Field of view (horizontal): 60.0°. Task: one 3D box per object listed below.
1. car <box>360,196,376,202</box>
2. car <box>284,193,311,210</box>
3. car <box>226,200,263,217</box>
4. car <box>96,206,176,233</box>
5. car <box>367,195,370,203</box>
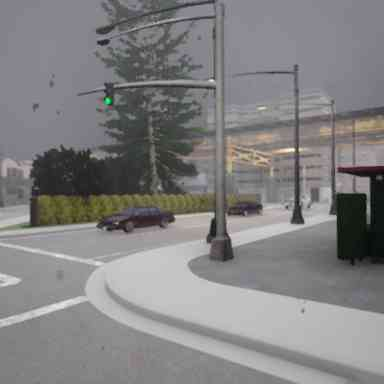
[{"bbox_3d":[34.632,1.326,65.687,1.853,1.218,4.536,-1,0,16],"label":"car"},{"bbox_3d":[14.106,1.193,44.166,2.150,2.045,5.566,-1,0,36],"label":"car"},{"bbox_3d":[5.093,1.533,31.875,1.882,1.535,5.008,-1,0,36],"label":"car"},{"bbox_3d":[-3.224,1.599,20.410,2.033,1.411,5.357,-1,0,36],"label":"car"},{"bbox_3d":[34.620,1.483,65.636,2.038,1.542,4.974,-1,0,16],"label":"car"}]
